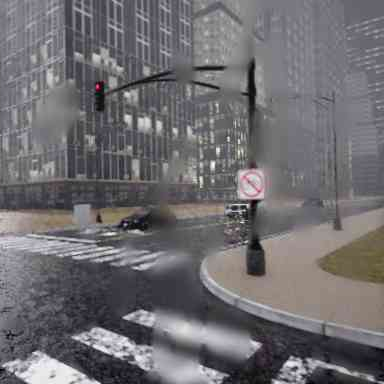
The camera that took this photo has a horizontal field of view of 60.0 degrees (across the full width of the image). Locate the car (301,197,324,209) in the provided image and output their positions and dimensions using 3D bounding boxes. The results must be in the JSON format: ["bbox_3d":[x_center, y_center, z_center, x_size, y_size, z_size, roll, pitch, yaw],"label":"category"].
[{"bbox_3d":[17.476,1.574,48.364,2.097,1.767,4.553,-2,-1,37],"label":"car"}]

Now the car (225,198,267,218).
[{"bbox_3d":[5.454,1.448,32.647,2.150,2.045,5.566,-2,-1,37],"label":"car"}]

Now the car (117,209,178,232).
[{"bbox_3d":[-2.832,1.787,21.695,1.994,1.385,4.181,-2,-1,38],"label":"car"}]
